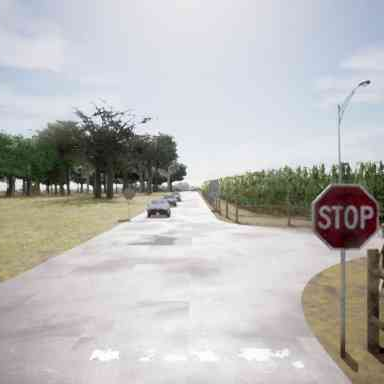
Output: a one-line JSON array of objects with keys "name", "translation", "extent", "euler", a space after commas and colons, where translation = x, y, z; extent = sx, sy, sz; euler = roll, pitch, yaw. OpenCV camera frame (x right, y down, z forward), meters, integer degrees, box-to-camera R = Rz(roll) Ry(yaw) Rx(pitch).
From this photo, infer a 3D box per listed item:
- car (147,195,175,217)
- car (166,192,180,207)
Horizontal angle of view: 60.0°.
[{"name": "car", "translation": [-2.767, 1.306, 28.798], "extent": [2.033, 1.411, 5.357], "euler": [0, 1, -2]}, {"name": "car", "translation": [-2.791, 1.053, 41.037], "extent": [1.837, 1.490, 4.892], "euler": [0, 1, 0]}]
